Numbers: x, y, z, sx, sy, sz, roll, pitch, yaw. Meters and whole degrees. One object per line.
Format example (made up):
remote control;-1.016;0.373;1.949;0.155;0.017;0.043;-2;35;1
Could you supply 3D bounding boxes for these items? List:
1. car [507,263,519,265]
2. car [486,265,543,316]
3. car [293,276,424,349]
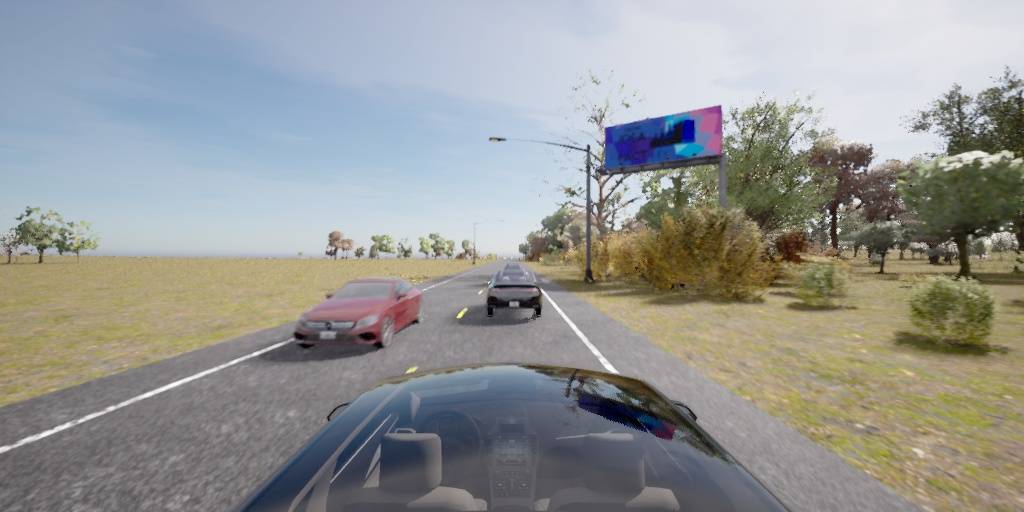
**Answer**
car;0.090;1.359;35.394;1.994;1.385;4.181;0;0;0
car;0.080;1.258;13.334;2.128;1.511;4.902;0;0;0
car;-3.581;1.286;9.323;1.812;1.442;4.674;0;0;0
